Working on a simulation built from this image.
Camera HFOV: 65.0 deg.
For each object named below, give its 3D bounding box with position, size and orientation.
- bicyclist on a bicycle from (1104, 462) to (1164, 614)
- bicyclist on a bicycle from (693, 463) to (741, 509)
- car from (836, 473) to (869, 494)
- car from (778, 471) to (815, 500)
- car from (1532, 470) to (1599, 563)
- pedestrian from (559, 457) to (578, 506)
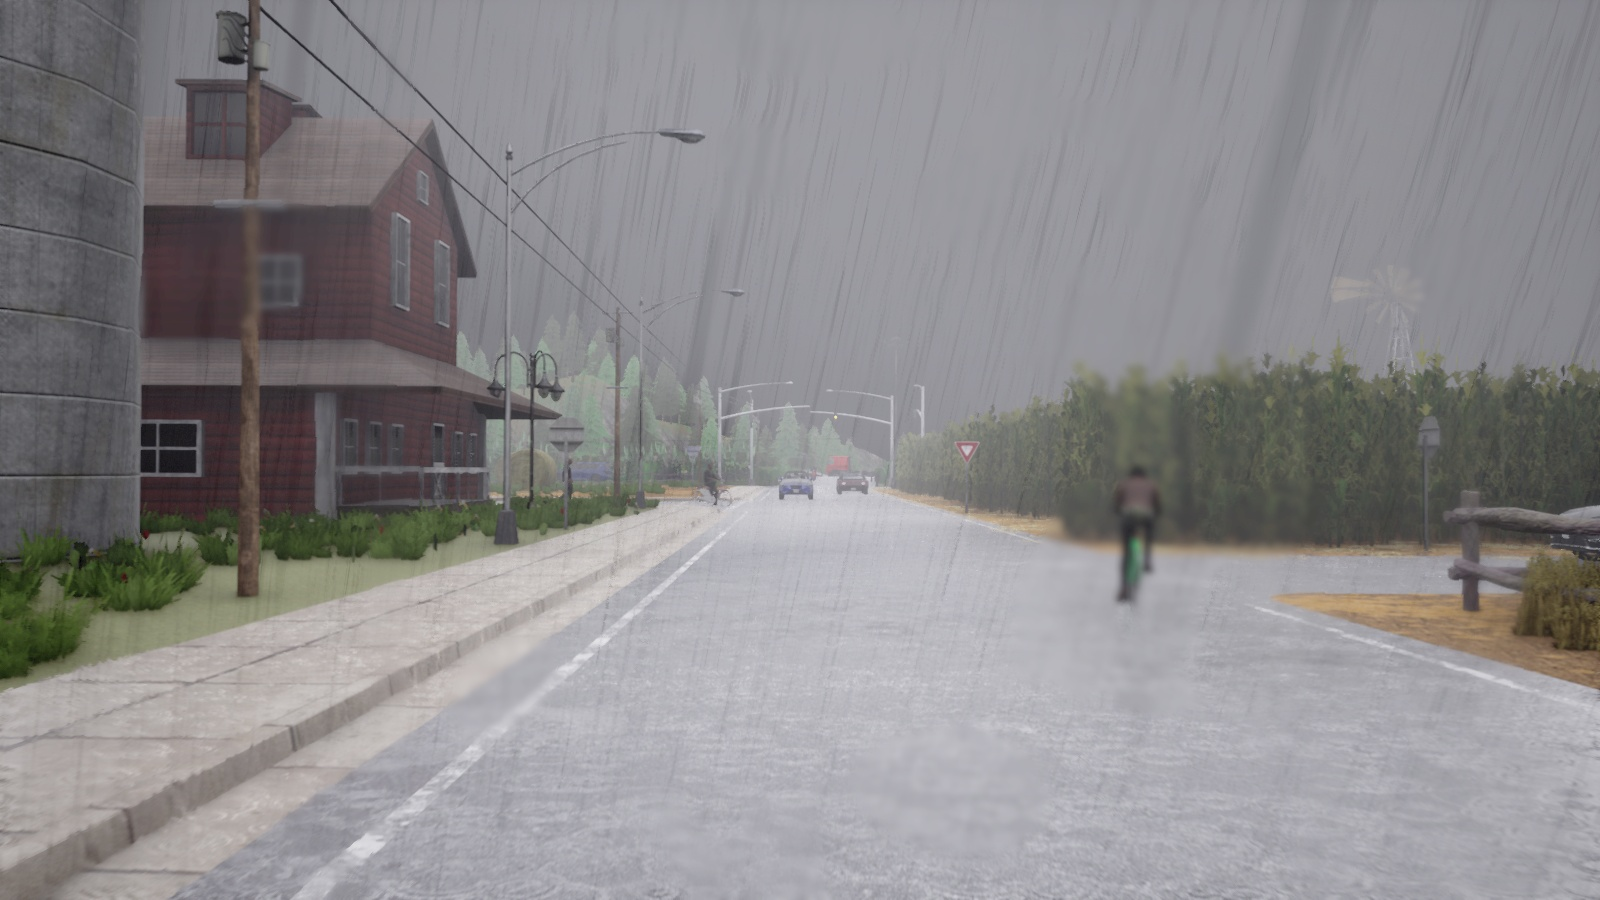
[{"bbox_3d":[3.851,0.969,14.436,0.582,1.620,1.656,2,-1,16],"label":"bicyclist on a bicycle"},{"bbox_3d":[-3.317,1.437,49.995,1.843,1.776,0.659,-1,1,34],"label":"bicyclist on a bicycle"},{"bbox_3d":[3.281,2.100,79.144,1.895,1.301,4.718,0,-1,0],"label":"car"},{"bbox_3d":[-0.181,1.816,65.265,1.816,1.474,4.193,0,-1,0],"label":"car"},{"bbox_3d":[15.338,1.077,21.192,4.892,1.490,1.837,0,-1,0],"label":"car"},{"bbox_3d":[-8.794,1.206,47.706,0.720,1.854,0.376,0,-1,-13],"label":"pedestrian"}]
